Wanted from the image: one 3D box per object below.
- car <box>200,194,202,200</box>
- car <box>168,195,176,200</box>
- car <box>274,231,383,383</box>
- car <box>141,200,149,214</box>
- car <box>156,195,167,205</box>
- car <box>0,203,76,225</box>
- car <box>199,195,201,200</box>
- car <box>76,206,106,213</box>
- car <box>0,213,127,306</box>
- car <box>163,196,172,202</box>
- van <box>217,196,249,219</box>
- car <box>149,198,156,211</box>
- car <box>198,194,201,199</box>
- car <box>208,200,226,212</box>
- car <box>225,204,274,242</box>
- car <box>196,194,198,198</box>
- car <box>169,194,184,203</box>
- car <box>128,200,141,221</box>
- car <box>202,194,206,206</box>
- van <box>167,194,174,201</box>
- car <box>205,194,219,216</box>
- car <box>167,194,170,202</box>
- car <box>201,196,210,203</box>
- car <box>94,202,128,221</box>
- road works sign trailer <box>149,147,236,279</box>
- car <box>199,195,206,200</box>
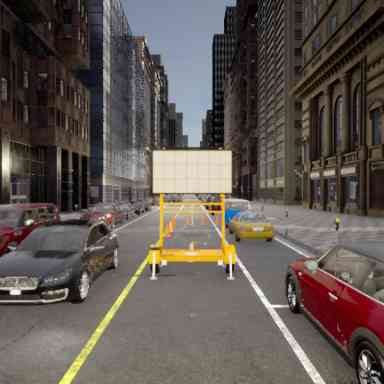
[{"bbox_3d":[2.818,1.456,55.335,1.967,1.590,4.097,0,0,0],"label":"car"},{"bbox_3d":[-5.665,1.588,94.548,1.887,1.381,4.507,0,0,0],"label":"car"},{"bbox_3d":[2.764,1.440,4.919,1.967,1.590,4.097,0,0,0],"label":"car"},{"bbox_3d":[-5.731,1.569,32.924,1.947,1.339,4.313,0,0,0],"label":"car"},{"bbox_3d":[-5.707,1.560,55.333,1.887,1.381,4.507,0,0,0],"label":"car"},{"bbox_3d":[-5.755,1.314,10.516,2.192,1.841,5.009,0,0,0],"label":"car"},{"bbox_3d":[2.824,1.586,60.937,1.947,1.339,4.313,0,0,0],"label":"car"},{"bbox_3d":[-5.749,1.582,16.119,1.802,1.307,4.206,0,0,0],"label":"car"},{"bbox_3d":[-3.092,1.504,8.259,1.837,1.490,4.892,0,0,0],"label":"car"},{"bbox_3d":[-5.683,1.576,77.741,1.887,1.381,4.507,0,0,0],"label":"car"},{"bbox_3d":[2.782,1.342,21.725,1.690,1.788,3.998,0,0,0],"label":"van"},{"bbox_3d":[-5.725,1.571,38.526,1.947,1.339,4.313,0,0,0],"label":"car"},{"bbox_3d":[2.830,1.464,66.538,1.967,1.590,4.097,0,0,0],"label":"car"},{"bbox_3d":[2.800,1.588,38.530,1.802,1.307,4.206,0,0,0],"label":"car"},{"bbox_3d":[2.776,1.525,16.294,1.752,1.417,4.829,0,0,0],"label":"car"},{"bbox_3d":[2.854,1.584,88.945,1.887,1.381,4.507,0,0,0],"label":"car"},{"bbox_3d":[-2.929,1.571,66.944,2.033,1.411,5.357,0,0,0],"label":"car"},{"bbox_3d":[-5.737,1.552,27.323,2.008,1.369,4.403,0,0,0],"label":"car"},{"bbox_3d":[2.805,1.324,44.132,2.192,1.841,5.009,0,0,0],"label":"car"},{"bbox_3d":[-5.672,1.380,88.946,1.690,1.788,3.998,0,0,0],"label":"van"},{"bbox_3d":[2.793,1.319,32.928,2.192,1.841,5.009,0,0,0],"label":"car"},{"bbox_3d":[-5.689,1.467,72.139,1.967,1.590,4.097,0,0,0],"label":"car"},{"bbox_3d":[2.836,1.609,72.140,1.802,1.307,4.206,0,0,0],"label":"car"},{"bbox_3d":[-5.743,1.440,21.720,1.967,1.590,4.097,0,0,0],"label":"car"},{"bbox_3d":[0.009,0.464,9.966,2.380,3.560,2.880,0,0,0],"label":"road works sign trailer"},{"bbox_3d":[2.860,1.588,94.548,1.887,1.381,4.507,0,0,0],"label":"car"}]
